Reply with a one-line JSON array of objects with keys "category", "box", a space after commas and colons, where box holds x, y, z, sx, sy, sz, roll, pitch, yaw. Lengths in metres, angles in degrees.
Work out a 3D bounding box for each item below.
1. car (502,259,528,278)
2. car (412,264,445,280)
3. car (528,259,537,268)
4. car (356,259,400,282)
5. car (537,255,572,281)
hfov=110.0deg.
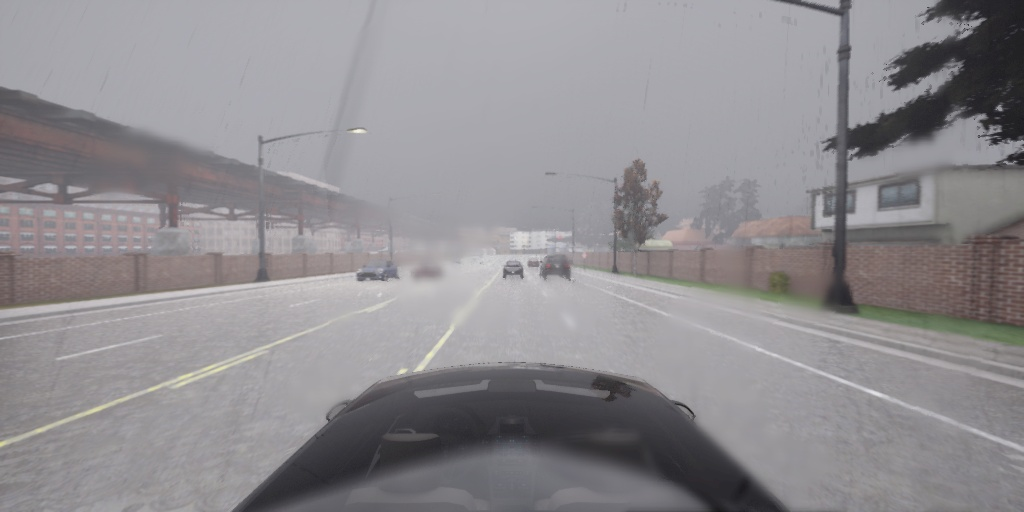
[{"category": "car", "box": [0.114, 1.224, 33.966, 2.128, 1.511, 4.902, 0, 0, 0]}, {"category": "car", "box": [-7.075, 1.336, 30.656, 1.895, 1.301, 4.718, 0, 0, 0]}, {"category": "car", "box": [3.625, 1.197, 61.316, 1.882, 1.535, 5.008, 0, 0, 0]}, {"category": "car", "box": [-10.572, 1.087, 28.560, 2.097, 1.767, 4.553, 0, 0, 0]}, {"category": "car", "box": [3.612, 0.956, 30.121, 2.150, 2.045, 5.566, 0, 0, 0]}]
